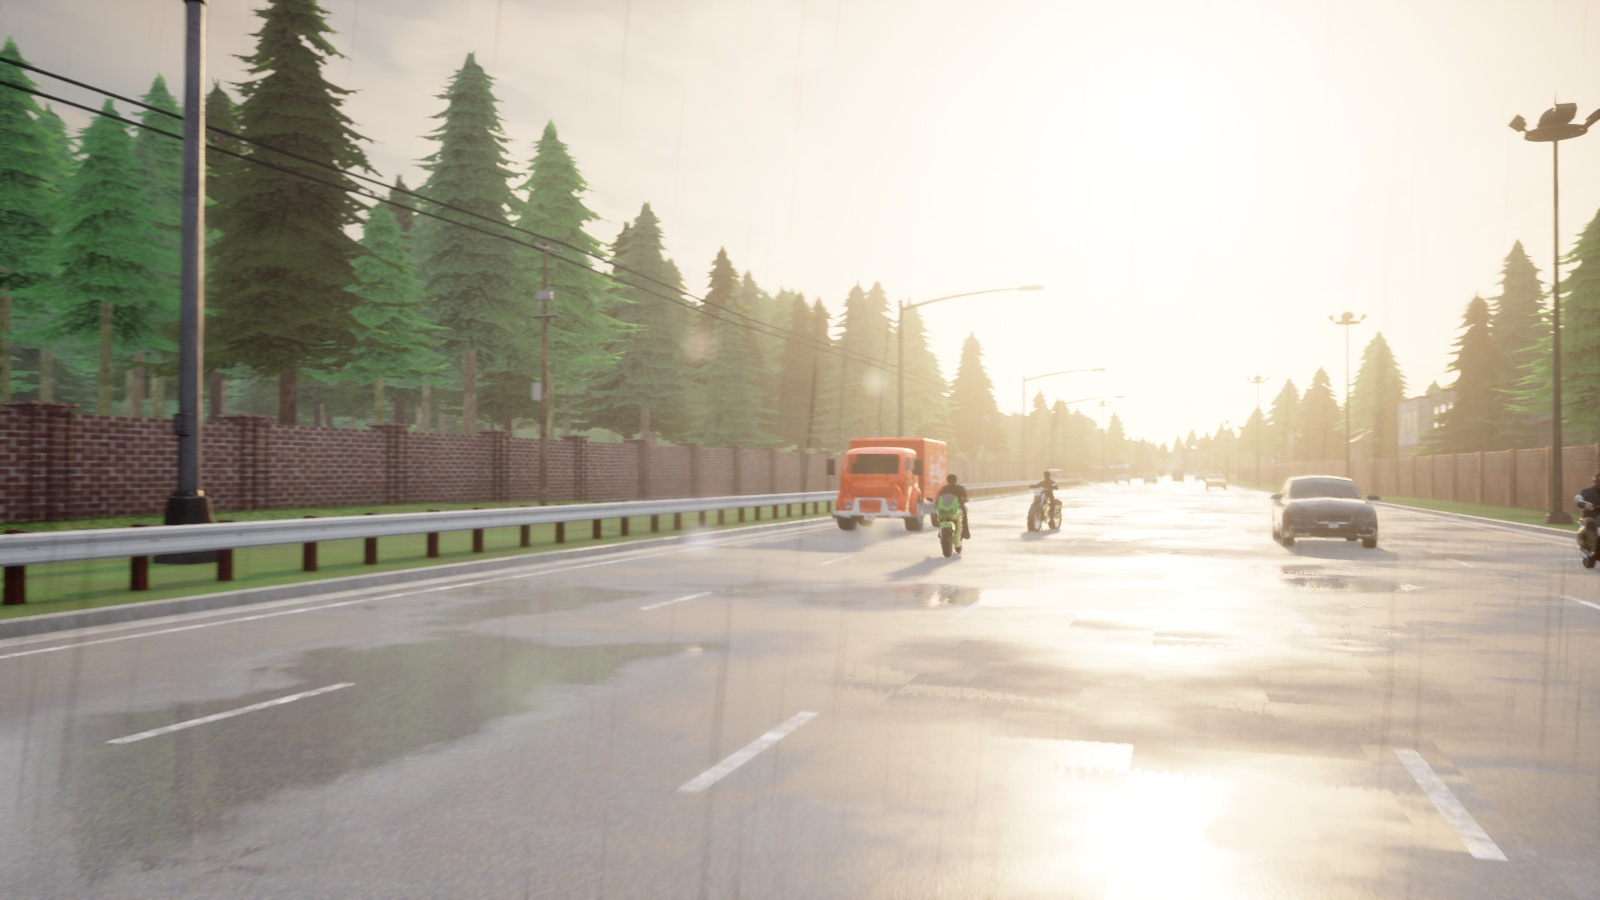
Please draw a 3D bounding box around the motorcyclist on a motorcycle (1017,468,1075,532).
[{"bbox_3d":[6.557,1.300,33.386,0.766,1.649,2.350,0,-1,30],"label":"motorcyclist on a motorcycle"}]

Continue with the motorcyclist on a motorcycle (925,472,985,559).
[{"bbox_3d":[2.885,1.175,23.253,0.797,1.523,2.044,-1,-1,16],"label":"motorcyclist on a motorcycle"}]

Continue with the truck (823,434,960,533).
[{"bbox_3d":[2.607,0.891,34.253,2.627,2.467,5.204,-1,-1,17],"label":"truck"}]

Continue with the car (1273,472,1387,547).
[{"bbox_3d":[11.624,1.243,27.838,1.837,1.490,4.892,-1,-1,17],"label":"car"}]

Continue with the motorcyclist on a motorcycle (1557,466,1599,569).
[{"bbox_3d":[12.931,1.059,20.179,0.866,1.590,1.817,-1,-1,17],"label":"motorcyclist on a motorcycle"}]
